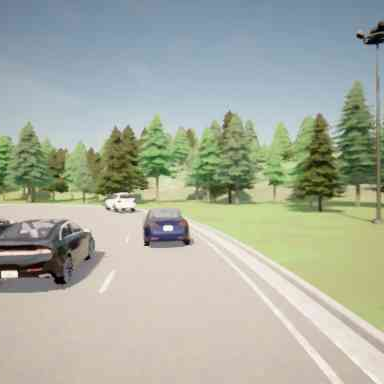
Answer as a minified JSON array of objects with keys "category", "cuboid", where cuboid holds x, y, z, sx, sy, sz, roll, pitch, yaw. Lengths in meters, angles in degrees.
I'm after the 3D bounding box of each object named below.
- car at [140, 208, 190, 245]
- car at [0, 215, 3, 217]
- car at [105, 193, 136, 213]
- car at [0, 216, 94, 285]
[{"category":"car","cuboid":[-1.293,1.467,15.360,2.163,1.488,4.792,0,0,-9]},{"category":"car","cuboid":[-7.903,1.519,12.347,2.128,1.511,4.902,0,0,-7]},{"category":"car","cuboid":[-8.098,1.175,37.270,2.150,2.045,5.566,0,0,-30]},{"category":"car","cuboid":[-4.049,1.497,9.354,2.128,1.511,4.902,0,0,-6]}]
